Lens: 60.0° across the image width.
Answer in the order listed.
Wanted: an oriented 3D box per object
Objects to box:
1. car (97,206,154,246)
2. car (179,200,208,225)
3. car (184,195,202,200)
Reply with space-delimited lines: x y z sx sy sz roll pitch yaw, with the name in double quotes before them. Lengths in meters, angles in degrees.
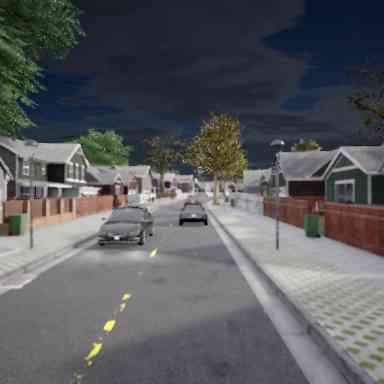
"car" -2.837 1.443 15.079 1.837 1.490 4.892 0 1 0
"car" 0.088 1.475 23.412 1.994 1.385 4.181 0 0 0
"car" 0.128 1.197 41.265 2.097 1.767 4.553 0 0 1
